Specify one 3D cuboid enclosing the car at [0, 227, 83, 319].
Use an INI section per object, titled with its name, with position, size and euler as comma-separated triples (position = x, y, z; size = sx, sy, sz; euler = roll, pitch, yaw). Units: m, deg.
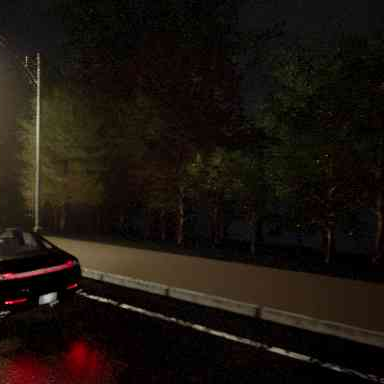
[car]
position = -4.262, 1.455, 6.650
size = 4.902, 1.511, 2.128
euler = 0, 0, 35
